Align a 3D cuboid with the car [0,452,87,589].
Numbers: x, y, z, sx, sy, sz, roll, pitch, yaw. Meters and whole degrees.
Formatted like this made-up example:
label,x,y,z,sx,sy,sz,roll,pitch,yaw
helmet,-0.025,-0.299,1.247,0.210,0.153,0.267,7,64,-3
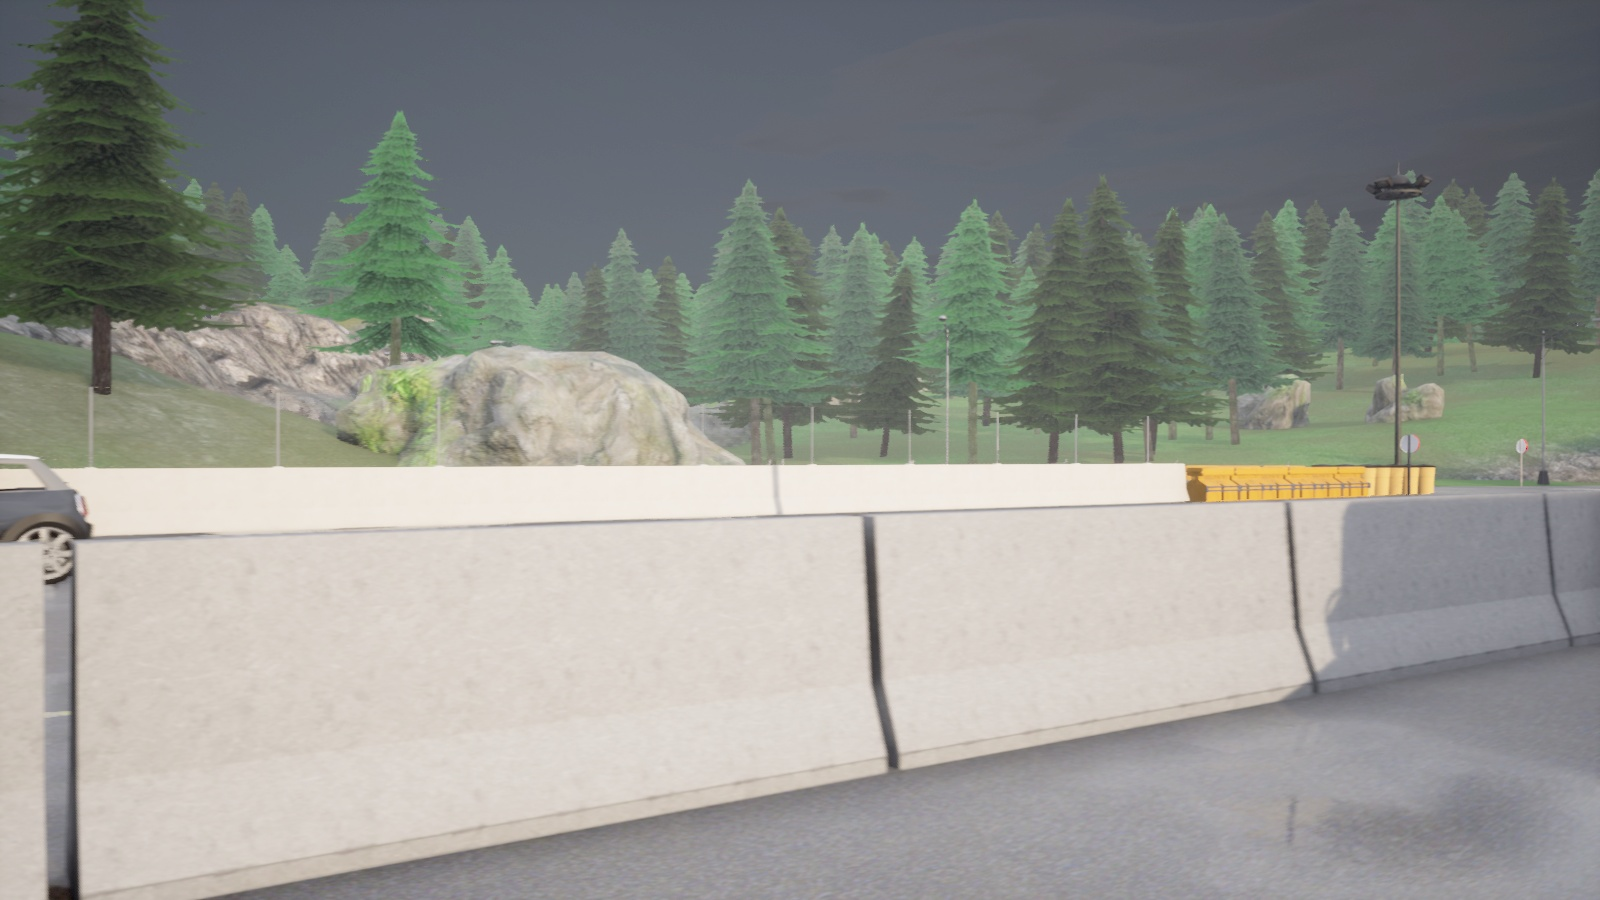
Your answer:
label,x,y,z,sx,sy,sz,roll,pitch,yaw
car,-10.067,0.765,13.709,3.806,1.475,1.970,0,0,-35
